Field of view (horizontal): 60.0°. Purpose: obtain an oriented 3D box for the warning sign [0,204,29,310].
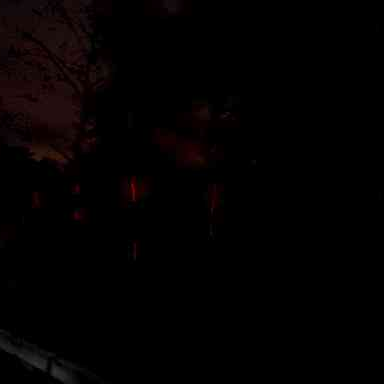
[{"bbox_3d":[-3.930,1.170,6.103,1.060,1.860,1.300,-1,0,35],"label":"warning sign"}]
